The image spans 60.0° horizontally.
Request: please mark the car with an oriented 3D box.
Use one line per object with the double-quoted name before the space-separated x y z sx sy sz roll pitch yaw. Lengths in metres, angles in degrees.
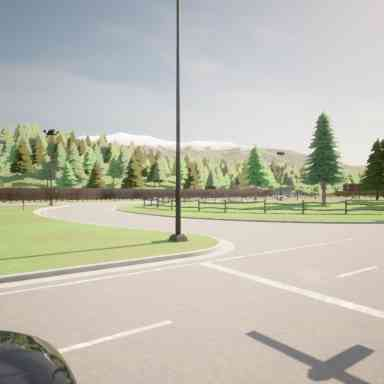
"car" -3.052 1.505 1.568 4.892 1.490 1.837 0 0 -35
